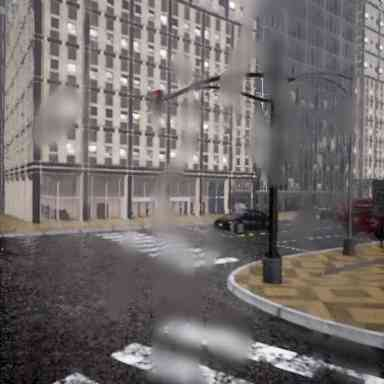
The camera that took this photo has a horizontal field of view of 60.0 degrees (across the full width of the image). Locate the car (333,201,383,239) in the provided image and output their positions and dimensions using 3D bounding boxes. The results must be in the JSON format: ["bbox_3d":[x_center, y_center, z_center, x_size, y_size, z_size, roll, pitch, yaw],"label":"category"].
[{"bbox_3d":[11.092,1.671,19.927,5.009,1.841,2.192,0,1,-34],"label":"car"}]

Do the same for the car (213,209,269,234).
[{"bbox_3d":[3.365,1.803,21.207,4.181,1.385,1.994,0,1,-34],"label":"car"}]

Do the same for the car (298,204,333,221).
[{"bbox_3d":[11.319,1.800,29.634,4.403,1.369,2.008,0,1,-34],"label":"car"}]

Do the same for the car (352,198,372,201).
[{"bbox_3d":[14.798,1.525,29.022,5.566,2.045,2.150,1,1,-34],"label":"car"}]
